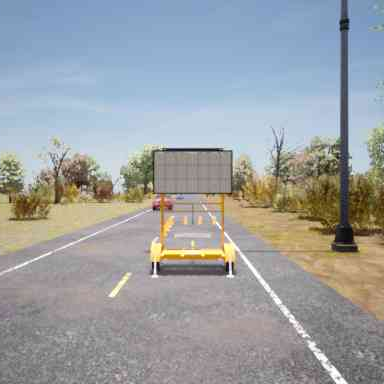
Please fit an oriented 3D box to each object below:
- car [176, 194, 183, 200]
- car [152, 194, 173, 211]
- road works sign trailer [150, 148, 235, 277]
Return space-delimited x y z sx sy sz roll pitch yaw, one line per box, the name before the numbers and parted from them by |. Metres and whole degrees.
car | -3.302 1.364 90.184 1.882 1.535 5.008 0 0 0
car | -3.512 1.198 40.206 2.150 2.045 5.566 0 0 0
road works sign trailer | 0.023 0.464 10.174 2.380 3.560 2.880 0 0 0
